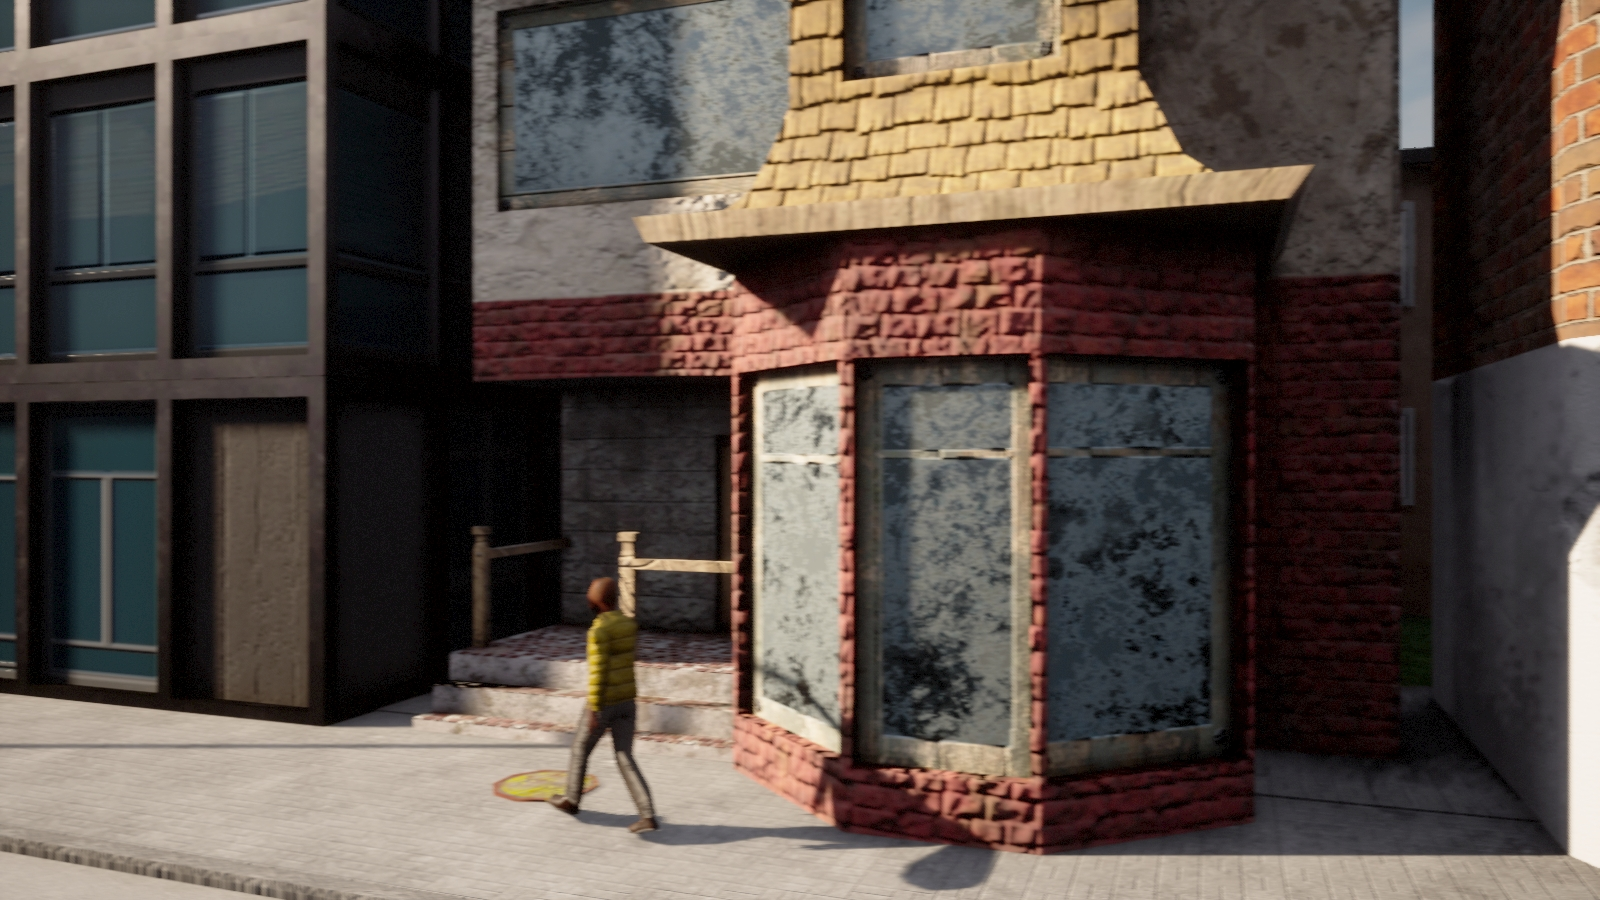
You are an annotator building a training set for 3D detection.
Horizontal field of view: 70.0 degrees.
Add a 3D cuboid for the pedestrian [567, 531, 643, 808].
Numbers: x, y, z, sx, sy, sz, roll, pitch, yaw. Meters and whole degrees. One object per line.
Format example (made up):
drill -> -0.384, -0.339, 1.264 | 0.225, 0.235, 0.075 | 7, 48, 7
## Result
pedestrian -> -1.382, 1.523, 8.099 | 0.375, 1.860, 0.375 | 0, 0, 35
